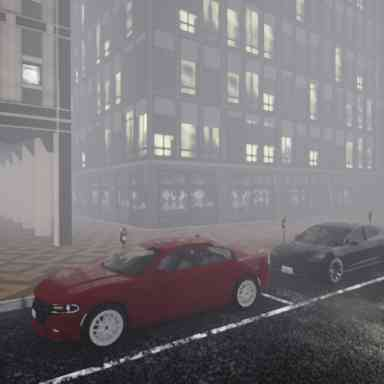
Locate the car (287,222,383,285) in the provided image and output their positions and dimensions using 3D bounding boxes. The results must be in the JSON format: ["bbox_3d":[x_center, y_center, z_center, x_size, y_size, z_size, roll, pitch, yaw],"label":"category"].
[{"bbox_3d":[4.139,1.561,9.512,4.313,1.339,1.947,0,0,-35],"label":"car"}]

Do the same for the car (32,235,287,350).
[{"bbox_3d":[-0.501,1.543,6.206,4.507,1.381,1.887,0,0,-35],"label":"car"}]
